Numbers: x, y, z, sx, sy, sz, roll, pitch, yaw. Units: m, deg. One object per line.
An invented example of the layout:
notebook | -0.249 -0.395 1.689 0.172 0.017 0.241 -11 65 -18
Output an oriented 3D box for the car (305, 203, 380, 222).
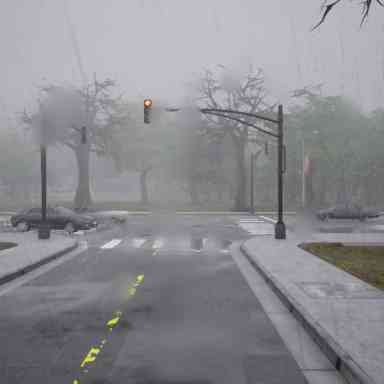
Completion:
car | 11.824 1.564 26.330 5.357 1.411 2.033 0 0 0

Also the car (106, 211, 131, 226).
car | -6.662 1.597 22.884 4.718 1.301 1.895 0 0 0

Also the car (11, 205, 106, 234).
car | -7.765 1.505 18.965 4.892 1.490 1.837 0 -1 11
